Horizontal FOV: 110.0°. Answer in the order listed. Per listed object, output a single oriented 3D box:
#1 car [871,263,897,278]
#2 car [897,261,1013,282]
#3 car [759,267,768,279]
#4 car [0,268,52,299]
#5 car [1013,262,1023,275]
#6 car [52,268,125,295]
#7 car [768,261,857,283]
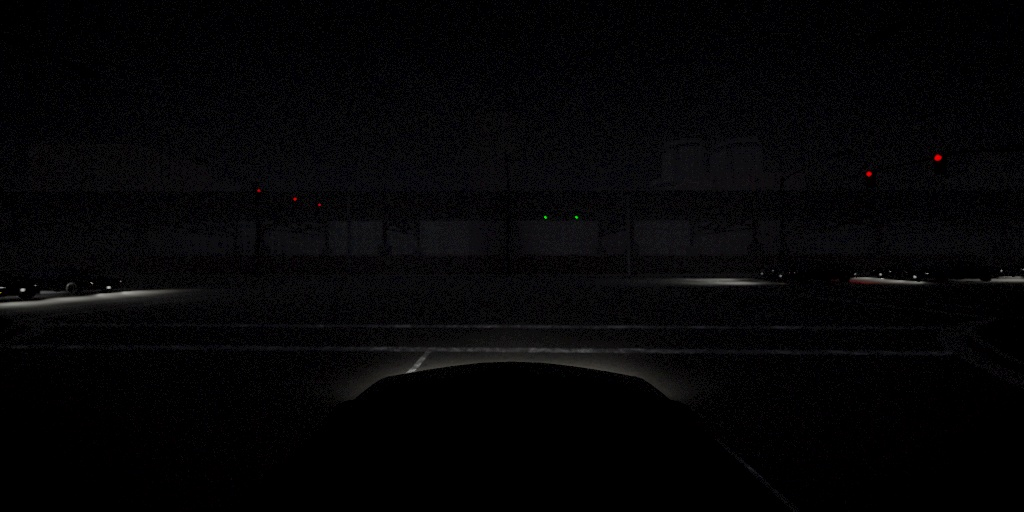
[{"bbox_3d":[32.867,1.098,29.323,5.357,1.411,2.033,-1,0,1],"label":"car"},{"bbox_3d":[31.776,1.101,25.852,5.357,1.411,2.033,-1,0,1],"label":"car"},{"bbox_3d":[23.127,1.173,29.586,4.902,1.511,2.128,-1,0,2],"label":"car"},{"bbox_3d":[-25.101,1.332,16.686,4.892,1.490,1.837,0,0,2],"label":"car"},{"bbox_3d":[43.088,0.921,29.042,5.357,1.411,2.033,-1,0,1],"label":"car"},{"bbox_3d":[-25.273,1.387,20.190,5.357,1.411,2.033,0,0,2],"label":"car"},{"bbox_3d":[22.068,1.170,26.106,4.902,1.511,2.128,-1,0,1],"label":"car"}]
